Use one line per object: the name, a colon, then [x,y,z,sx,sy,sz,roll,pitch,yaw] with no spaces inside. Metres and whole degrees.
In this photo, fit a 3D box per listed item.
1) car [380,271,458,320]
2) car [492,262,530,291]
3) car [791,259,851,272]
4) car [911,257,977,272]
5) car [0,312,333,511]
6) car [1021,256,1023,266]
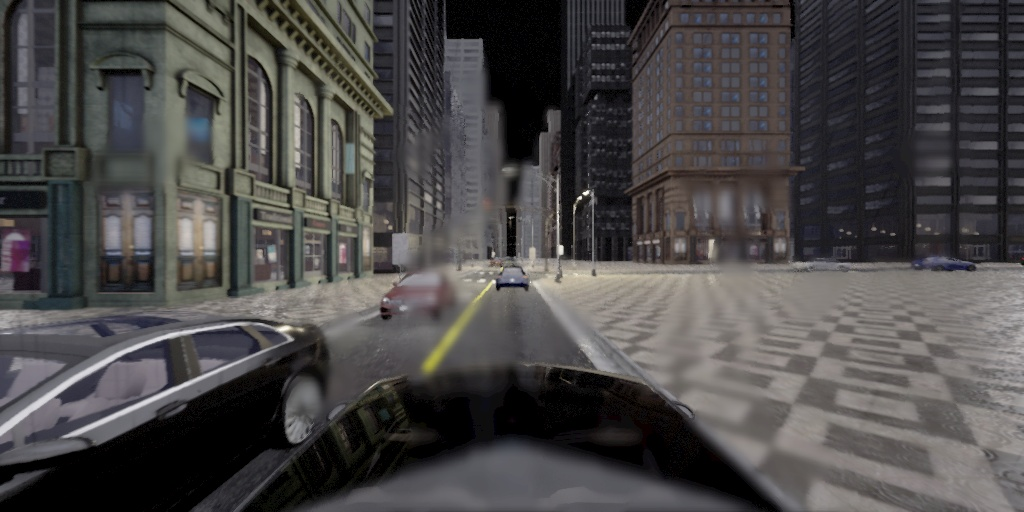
car: [-3.079,1.263,12.702,1.812,1.442,4.674,0,0,0]
car: [0.039,1.290,21.839,1.994,1.385,4.181,0,0,1]
car: [31.405,0.929,36.537,4.718,1.301,1.895,-1,0,0]
car: [40.148,0.771,33.417,4.674,1.442,1.812,0,0,1]
car: [-3.094,1.241,2.386,2.128,1.511,4.902,0,0,0]
car: [51.316,0.364,33.459,5.566,2.045,2.150,-1,0,0]
